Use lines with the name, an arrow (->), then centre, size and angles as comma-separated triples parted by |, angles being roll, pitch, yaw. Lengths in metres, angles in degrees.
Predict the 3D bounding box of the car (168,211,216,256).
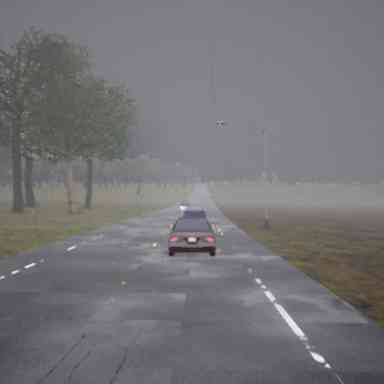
car -> 0.009, 1.733, 13.988 | 2.033, 1.411, 5.357 | 0, -1, 0

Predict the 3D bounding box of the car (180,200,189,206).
car -> -1.452, 2.385, 71.673 | 2.128, 1.511, 4.902 | 0, 0, 2

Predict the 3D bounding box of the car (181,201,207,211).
car -> 0.288, 1.897, 29.419 | 1.882, 1.535, 5.008 | 0, -1, 2
